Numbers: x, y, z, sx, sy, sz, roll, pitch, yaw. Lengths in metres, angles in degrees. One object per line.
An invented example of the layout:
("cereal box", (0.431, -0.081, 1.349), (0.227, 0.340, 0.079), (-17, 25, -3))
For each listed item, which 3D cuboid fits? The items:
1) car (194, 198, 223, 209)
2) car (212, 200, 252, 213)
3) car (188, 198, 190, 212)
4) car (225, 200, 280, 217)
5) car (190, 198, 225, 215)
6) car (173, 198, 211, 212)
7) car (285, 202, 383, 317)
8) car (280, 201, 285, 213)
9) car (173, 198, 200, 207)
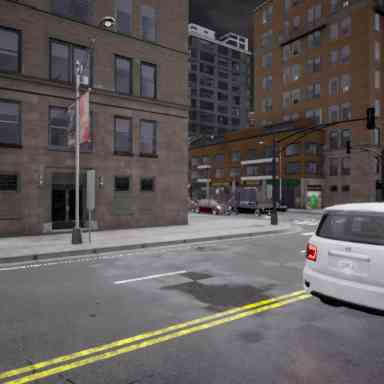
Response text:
("car", (2.270, 1.590, 45.943), (1.802, 1.307, 4.206), (0, 0, -35))
("car", (4.553, 1.600, 38.200), (1.895, 1.301, 4.718), (0, 0, -34))
("car", (-1.097, 1.419, 36.809), (1.967, 1.590, 4.097), (0, 0, -35))
("car", (5.677, 1.591, 31.627), (1.895, 1.301, 4.718), (0, 0, -35))
("car", (2.086, 1.420, 32.311), (1.967, 1.590, 4.097), (0, 0, -35))
("car", (-0.062, 1.479, 39.739), (2.128, 1.511, 4.902), (0, 0, -35))
("car", (4.603, 1.222, 6.732), (5.566, 2.045, 2.150), (0, 0, -36))
("car", (8.637, 1.577, 36.945), (1.947, 1.339, 4.313), (0, 0, -35))
("car", (-0.913, 1.575, 50.441), (1.947, 1.339, 4.313), (0, 0, -35))
